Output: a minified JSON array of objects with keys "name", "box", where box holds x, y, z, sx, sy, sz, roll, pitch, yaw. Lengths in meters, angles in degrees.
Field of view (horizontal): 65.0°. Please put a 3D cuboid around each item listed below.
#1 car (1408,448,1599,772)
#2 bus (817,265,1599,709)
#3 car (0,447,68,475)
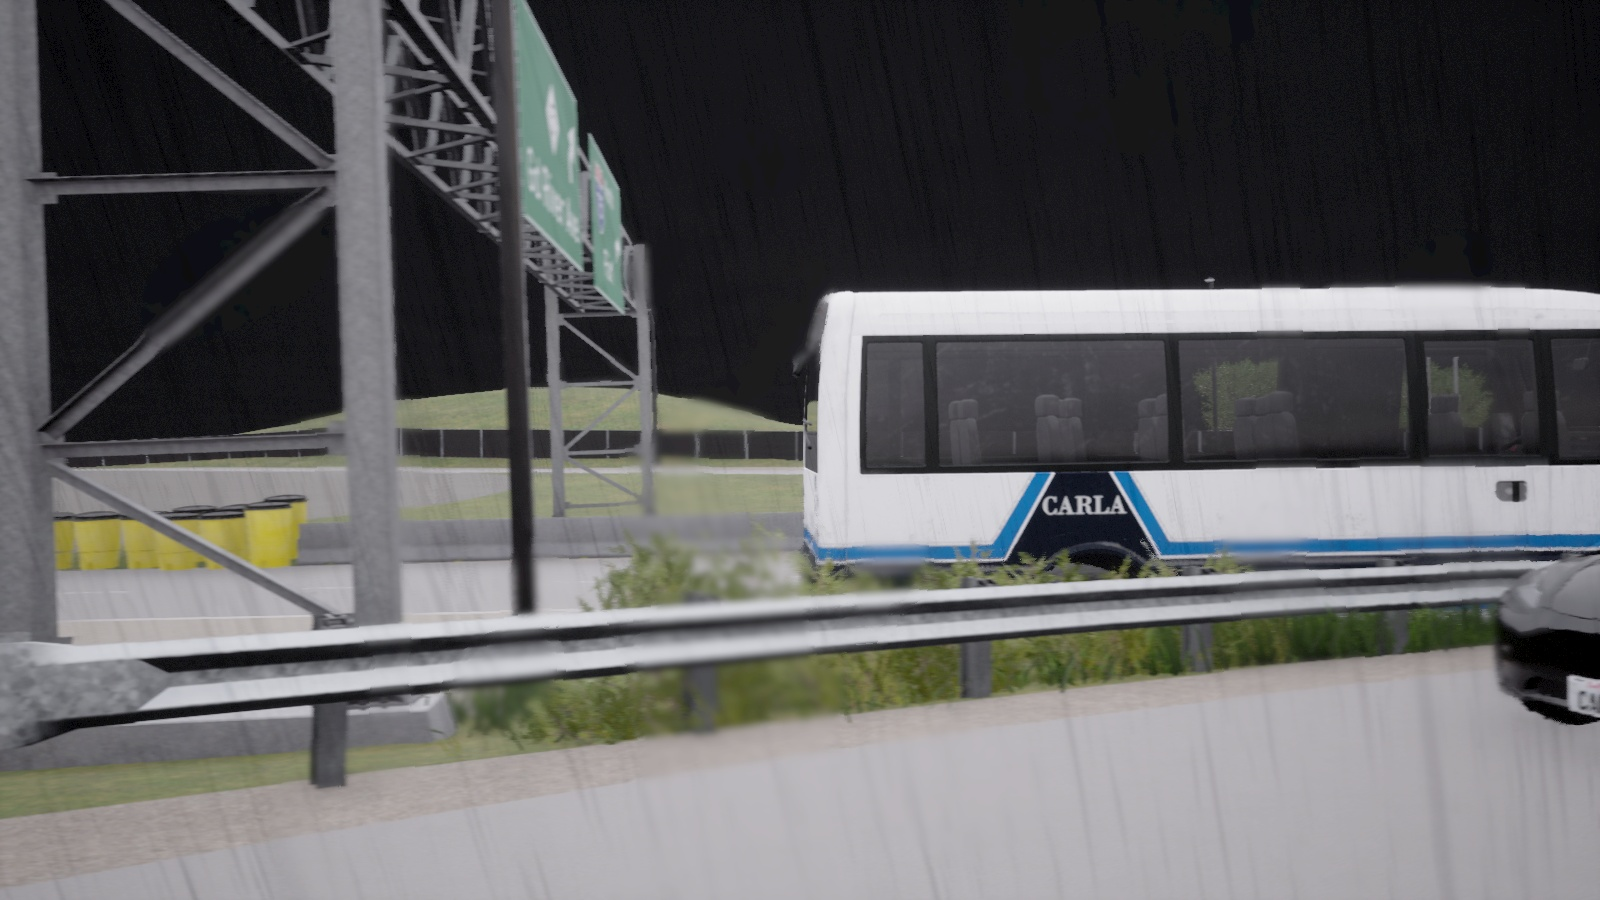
[{"name":"car","box":[5.930,0.735,6.599,4.792,1.488,2.163,0,0,-19]},{"name":"bus","box":[5.485,0.290,14.465,10.273,4.253,3.944,-1,1,-3]},{"name":"car","box":[-51.469,0.722,83.268,4.553,1.767,2.097,-1,1,-2]}]
